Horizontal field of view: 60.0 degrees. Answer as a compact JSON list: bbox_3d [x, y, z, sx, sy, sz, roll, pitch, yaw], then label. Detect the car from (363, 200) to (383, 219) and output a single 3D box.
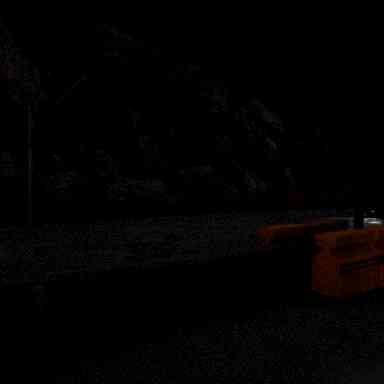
[{"bbox_3d":[16.032,1.432,28.314,5.357,1.411,2.033,0,0,-35],"label":"car"}]
